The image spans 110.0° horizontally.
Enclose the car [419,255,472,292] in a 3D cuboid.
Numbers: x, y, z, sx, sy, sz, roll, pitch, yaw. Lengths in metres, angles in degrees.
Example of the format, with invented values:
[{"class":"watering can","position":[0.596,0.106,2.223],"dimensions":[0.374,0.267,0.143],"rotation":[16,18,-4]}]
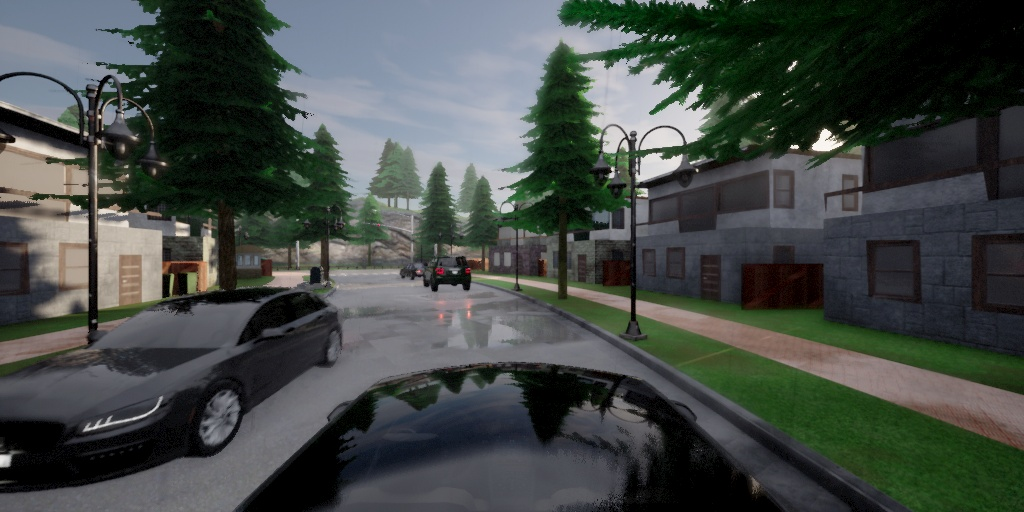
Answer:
[{"class":"car","position":[-4.057,0.977,21.903],"dimensions":[2.150,2.045,5.566],"rotation":[0,0,-21]}]

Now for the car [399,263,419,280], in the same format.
[{"class":"car","position":[-8.356,1.305,31.459],"dimensions":[2.033,1.411,5.357],"rotation":[0,0,-32]}]

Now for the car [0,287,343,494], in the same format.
[{"class":"car","position":[-4.004,1.256,5.047],"dimensions":[1.837,1.490,4.892],"rotation":[0,0,-5]}]
